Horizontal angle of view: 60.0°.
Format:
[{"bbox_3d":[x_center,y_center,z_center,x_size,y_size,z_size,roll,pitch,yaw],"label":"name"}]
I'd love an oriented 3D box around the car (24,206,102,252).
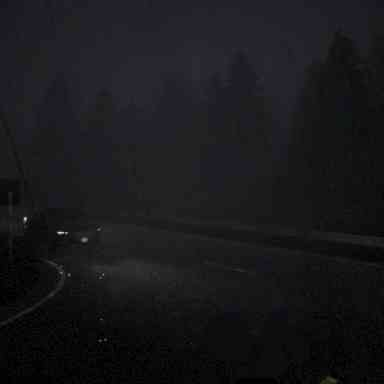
[{"bbox_3d":[-5.373,1.363,13.527,2.128,1.511,4.902,-1,2,-41],"label":"car"}]
